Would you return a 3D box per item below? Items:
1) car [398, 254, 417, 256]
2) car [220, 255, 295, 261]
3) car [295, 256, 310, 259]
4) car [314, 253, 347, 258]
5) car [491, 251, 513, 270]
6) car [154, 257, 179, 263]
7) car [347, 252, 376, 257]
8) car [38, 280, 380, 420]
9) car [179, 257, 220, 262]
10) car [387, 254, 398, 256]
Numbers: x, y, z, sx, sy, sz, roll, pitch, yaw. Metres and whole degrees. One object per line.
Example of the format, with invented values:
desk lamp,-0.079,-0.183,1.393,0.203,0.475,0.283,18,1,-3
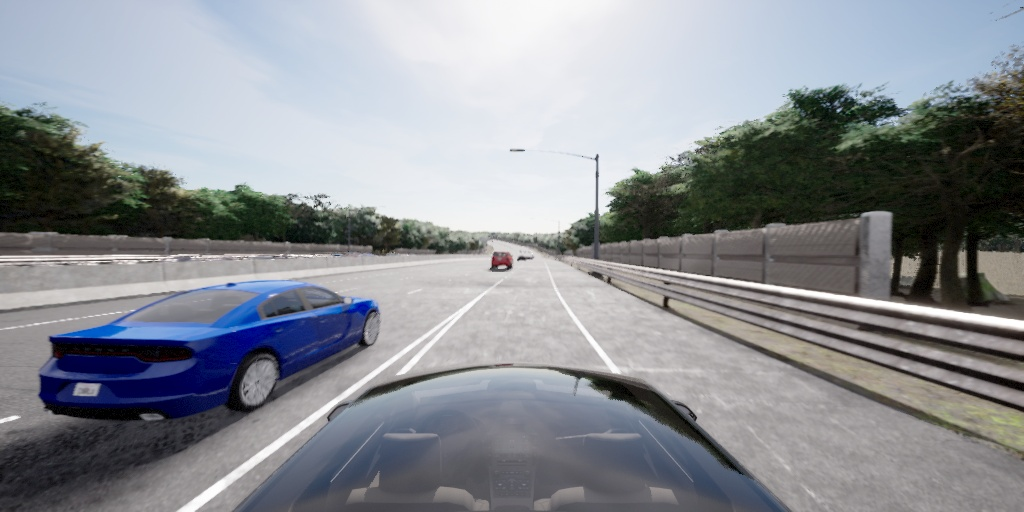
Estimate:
car,-17.062,0.410,61.578,2.033,1.411,5.357,1,1,5
car,-19.842,0.754,28.280,1.837,1.490,4.892,1,0,5
car,-25.544,0.600,44.185,1.895,1.301,4.718,1,1,5
car,-21.943,0.564,45.179,2.033,1.411,5.357,1,1,5
car,-1.115,0.459,41.625,2.150,2.045,5.566,1,1,5
car,-26.815,0.746,28.875,1.994,1.385,4.181,1,1,5
car,-18.407,0.520,45.520,1.882,1.535,5.008,1,1,5
car,-3.996,1.139,6.003,1.882,1.535,5.008,1,1,5
car,-23.327,0.779,28.596,1.994,1.385,4.181,1,1,5
car,-20.603,0.336,61.364,1.837,1.490,4.892,1,1,5
